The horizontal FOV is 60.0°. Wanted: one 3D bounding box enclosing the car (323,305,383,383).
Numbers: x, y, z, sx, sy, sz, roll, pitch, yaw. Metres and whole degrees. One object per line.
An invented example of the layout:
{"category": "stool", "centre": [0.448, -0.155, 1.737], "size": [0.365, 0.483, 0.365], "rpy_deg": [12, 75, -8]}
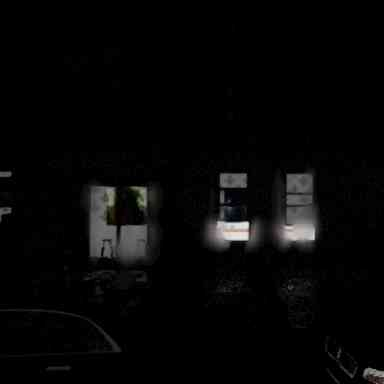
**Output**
{"category": "car", "centre": [3.729, 1.637, 3.643], "size": [4.403, 1.369, 2.008], "rpy_deg": [0, -1, -2]}

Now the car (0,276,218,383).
{"category": "car", "centre": [-1.943, 1.642, 3.453], "size": [4.403, 1.369, 2.008], "rpy_deg": [0, -1, -2]}
